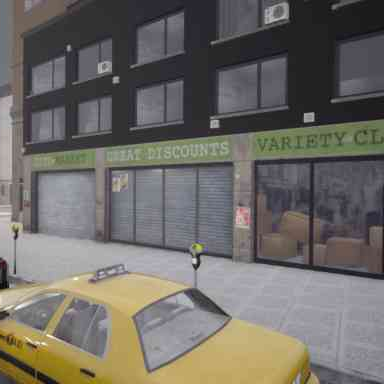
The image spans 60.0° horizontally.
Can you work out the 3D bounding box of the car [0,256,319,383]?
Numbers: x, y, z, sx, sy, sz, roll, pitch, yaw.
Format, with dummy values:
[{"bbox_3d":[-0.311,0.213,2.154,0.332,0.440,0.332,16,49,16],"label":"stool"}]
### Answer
[{"bbox_3d":[-1.133,1.525,3.888,4.829,1.417,1.752,0,1,35],"label":"car"}]
